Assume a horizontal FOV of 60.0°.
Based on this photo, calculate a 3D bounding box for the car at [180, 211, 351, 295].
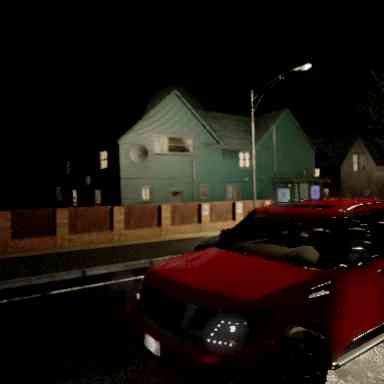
[{"bbox_3d":[2.216,1.418,9.257,4.892,1.490,1.837,-1,0,-35],"label":"car"}]

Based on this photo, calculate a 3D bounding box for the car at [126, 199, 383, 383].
[{"bbox_3d":[1.837,1.169,4.995,5.566,2.045,2.150,-1,0,-36],"label":"car"}]
